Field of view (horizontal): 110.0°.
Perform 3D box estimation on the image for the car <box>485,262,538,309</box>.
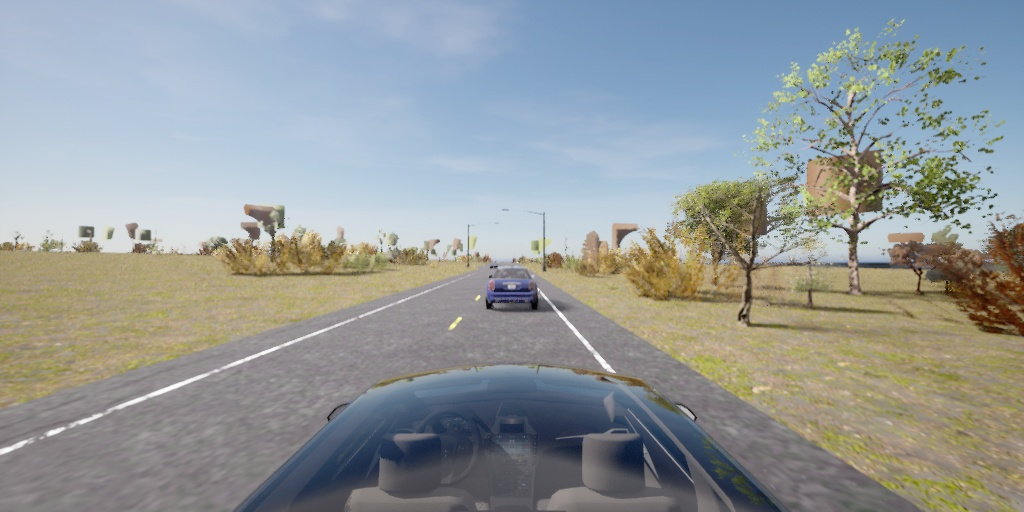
[{"bbox_3d":[-0.007,1.235,15.926,2.097,1.767,4.553,0,-1,0],"label":"car"}]
